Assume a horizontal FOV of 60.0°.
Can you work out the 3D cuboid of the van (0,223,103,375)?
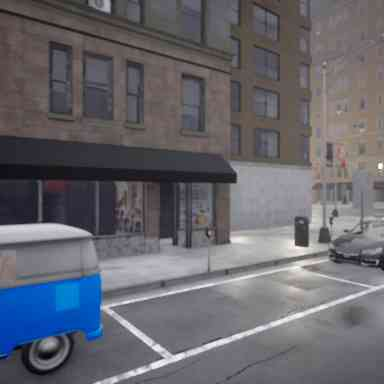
[{"bbox_3d":[-3.106,1.342,3.972,3.998,1.788,1.690,0,0,-36],"label":"van"}]

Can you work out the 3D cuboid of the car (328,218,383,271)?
[{"bbox_3d":[6.097,1.537,10.569,4.403,1.369,2.008,0,0,-36],"label":"car"}]
